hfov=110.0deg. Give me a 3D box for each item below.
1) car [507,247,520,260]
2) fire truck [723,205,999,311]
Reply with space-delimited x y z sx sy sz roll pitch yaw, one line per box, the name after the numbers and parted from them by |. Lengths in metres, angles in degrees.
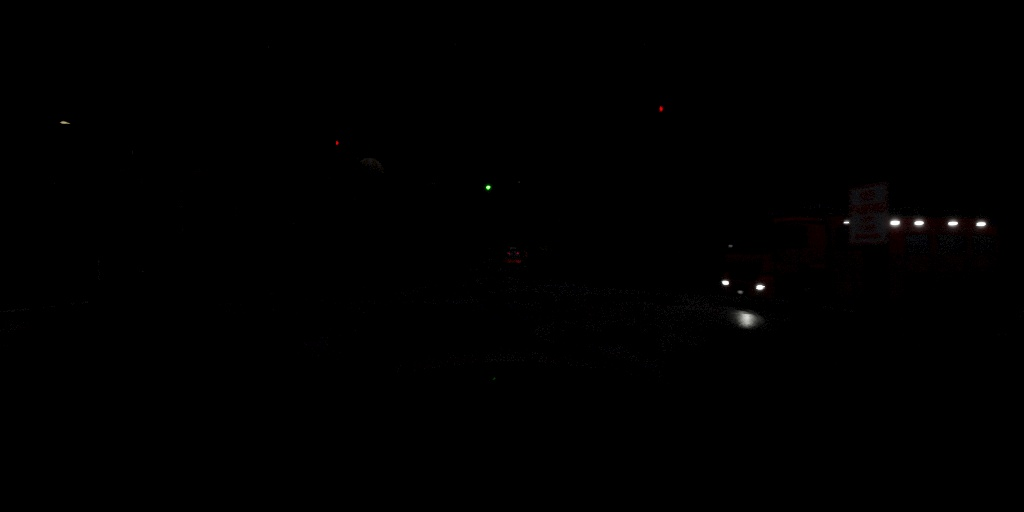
0.245 -0.347 62.711 2.150 2.045 5.566 0 1 0 | car
13.286 0.047 14.197 8.468 3.827 2.891 1 0 0 | fire truck
